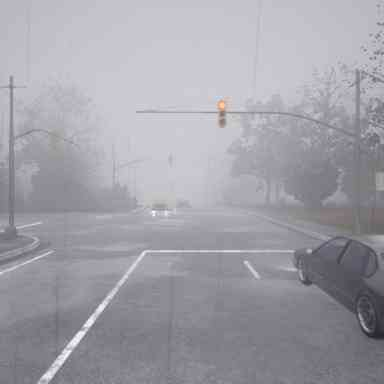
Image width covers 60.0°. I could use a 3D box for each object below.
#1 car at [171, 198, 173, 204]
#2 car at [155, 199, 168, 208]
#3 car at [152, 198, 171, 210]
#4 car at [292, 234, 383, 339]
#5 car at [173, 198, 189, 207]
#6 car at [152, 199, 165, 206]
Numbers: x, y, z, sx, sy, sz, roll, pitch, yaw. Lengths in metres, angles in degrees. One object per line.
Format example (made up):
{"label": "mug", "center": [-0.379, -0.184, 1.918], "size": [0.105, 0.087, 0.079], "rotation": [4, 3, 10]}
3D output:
{"label": "car", "center": [-4.550, 2.189, 83.055], "size": [2.097, 1.767, 4.553], "rotation": [0, -1, -22]}
{"label": "car", "center": [-5.010, 1.786, 54.393], "size": [2.033, 1.411, 5.357], "rotation": [0, -1, -7]}
{"label": "car", "center": [-4.138, 1.559, 43.881], "size": [1.882, 1.535, 5.008], "rotation": [0, -1, -3]}
{"label": "car", "center": [3.591, 1.547, 6.501], "size": [2.033, 1.411, 5.357], "rotation": [0, 0, 0]}
{"label": "car", "center": [-1.721, 1.850, 58.099], "size": [2.033, 1.411, 5.357], "rotation": [0, -1, -8]}
{"label": "car", "center": [-6.611, 2.016, 64.919], "size": [2.033, 1.411, 5.357], "rotation": [0, -1, -10]}
